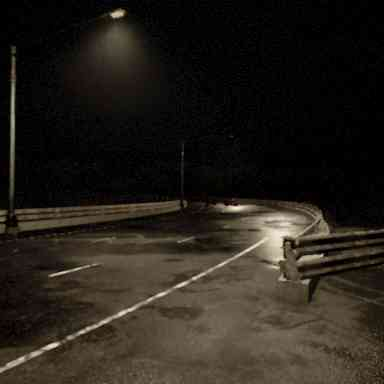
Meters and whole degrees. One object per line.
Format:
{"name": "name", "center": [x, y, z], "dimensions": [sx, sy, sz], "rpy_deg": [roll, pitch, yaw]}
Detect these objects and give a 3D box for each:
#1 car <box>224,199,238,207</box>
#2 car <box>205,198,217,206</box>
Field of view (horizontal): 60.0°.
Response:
{"name": "car", "center": [7.241, 2.051, 61.857], "dimensions": [1.994, 1.385, 4.181], "rpy_deg": [1, 0, -3]}
{"name": "car", "center": [3.683, 1.958, 64.656], "dimensions": [2.128, 1.511, 4.902], "rpy_deg": [1, 0, -3]}
